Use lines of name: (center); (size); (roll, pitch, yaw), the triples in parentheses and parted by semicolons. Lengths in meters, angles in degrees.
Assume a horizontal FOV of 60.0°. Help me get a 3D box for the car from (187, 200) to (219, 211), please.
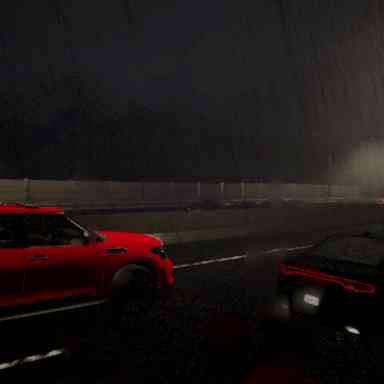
car: (1.307, 1.567, 35.009); (4.181, 1.385, 1.994); (0, 0, -35)

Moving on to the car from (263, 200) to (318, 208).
car: (8.490, 1.496, 27.237); (4.902, 1.511, 2.128); (0, 0, -35)

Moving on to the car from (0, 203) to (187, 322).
car: (-3.039, 1.221, 5.876); (5.566, 2.045, 2.150); (0, 0, -35)

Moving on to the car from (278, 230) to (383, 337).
car: (3.822, 1.477, 6.468); (5.008, 1.535, 1.882); (0, 0, -35)

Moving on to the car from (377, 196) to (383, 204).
car: (34.488, 1.391, 58.549); (4.553, 1.767, 2.097); (0, 0, -35)

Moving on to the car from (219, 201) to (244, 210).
car: (5.187, 1.569, 33.476); (4.181, 1.385, 1.994); (0, 0, -35)

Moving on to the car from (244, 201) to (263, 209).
car: (7.453, 1.510, 30.794); (4.892, 1.490, 1.837); (0, 0, -35)
